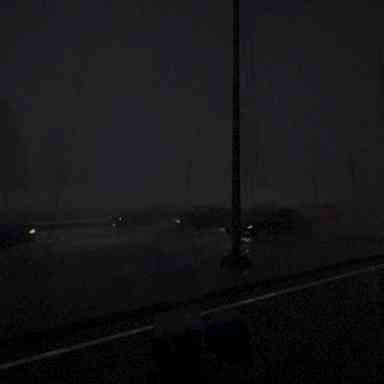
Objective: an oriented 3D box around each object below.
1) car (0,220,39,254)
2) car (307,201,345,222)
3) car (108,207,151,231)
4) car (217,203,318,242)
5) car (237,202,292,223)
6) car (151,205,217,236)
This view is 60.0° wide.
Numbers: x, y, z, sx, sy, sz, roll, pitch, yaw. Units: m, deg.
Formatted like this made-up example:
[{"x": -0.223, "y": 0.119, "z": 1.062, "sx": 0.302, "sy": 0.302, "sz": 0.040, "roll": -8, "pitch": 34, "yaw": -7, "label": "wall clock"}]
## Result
[{"x": -8.532, "y": 1.548, "z": 12.021, "sx": 5.357, "sy": 1.411, "sz": 2.033, "roll": 0, "pitch": 0, "yaw": -35, "label": "car"}, {"x": 9.229, "y": 1.474, "z": 24.553, "sx": 5.008, "sy": 1.535, "sz": 1.882, "roll": 0, "pitch": 0, "yaw": -35, "label": "car"}, {"x": -2.688, "y": 1.600, "z": 20.466, "sx": 4.718, "sy": 1.301, "sz": 1.895, "roll": 0, "pitch": 0, "yaw": -35, "label": "car"}, {"x": 3.830, "y": 1.504, "z": 16.445, "sx": 4.892, "sy": 1.490, "sz": 1.837, "roll": 1, "pitch": 0, "yaw": -35, "label": "car"}, {"x": 5.778, "y": 1.560, "z": 26.420, "sx": 4.181, "sy": 1.385, "sz": 1.994, "roll": 0, "pitch": 0, "yaw": -35, "label": "car"}, {"x": 0.552, "y": 1.491, "z": 18.482, "sx": 4.902, "sy": 1.511, "sz": 2.128, "roll": 0, "pitch": 0, "yaw": -35, "label": "car"}]
